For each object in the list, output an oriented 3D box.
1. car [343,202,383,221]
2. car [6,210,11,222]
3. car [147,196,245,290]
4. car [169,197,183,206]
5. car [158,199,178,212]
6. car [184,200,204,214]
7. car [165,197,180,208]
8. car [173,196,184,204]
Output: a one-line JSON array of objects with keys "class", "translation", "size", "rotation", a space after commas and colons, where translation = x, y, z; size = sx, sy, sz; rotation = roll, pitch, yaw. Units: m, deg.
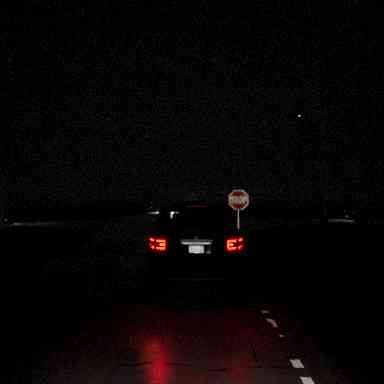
[{"class": "car", "translation": [15.082, 1.537, 26.646], "size": [5.357, 1.411, 2.033], "rotation": [0, -1, 0]}, {"class": "car", "translation": [-15.410, 1.424, 23.603], "size": [4.553, 1.767, 2.097], "rotation": [0, -1, -2]}, {"class": "car", "translation": [0.098, 1.225, 9.238], "size": [2.150, 2.045, 5.566], "rotation": [0, 0, 0]}, {"class": "car", "translation": [-2.788, 1.592, 58.686], "size": [2.033, 1.411, 5.357], "rotation": [0, 0, 1]}, {"class": "car", "translation": [-2.839, 1.590, 40.091], "size": [1.994, 1.385, 4.181], "rotation": [0, 0, 0]}, {"class": "car", "translation": [0.127, 1.586, 36.574], "size": [1.994, 1.385, 4.181], "rotation": [0, 0, -3]}, {"class": "car", "translation": [-2.835, 1.513, 48.923], "size": [1.882, 1.535, 5.008], "rotation": [0, 0, 0]}, {"class": "car", "translation": [-2.761, 1.599, 69.177], "size": [2.033, 1.411, 5.357], "rotation": [0, 0, 0]}]
